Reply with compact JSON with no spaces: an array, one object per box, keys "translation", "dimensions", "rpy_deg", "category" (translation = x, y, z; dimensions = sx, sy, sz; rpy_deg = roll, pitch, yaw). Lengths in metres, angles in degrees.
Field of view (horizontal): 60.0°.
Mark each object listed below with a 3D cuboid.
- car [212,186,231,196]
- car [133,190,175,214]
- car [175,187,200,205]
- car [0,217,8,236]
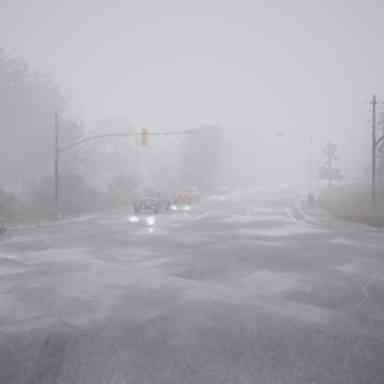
[{"translation":[4.952,-0.200,55.810],"dimensions":[1.812,1.442,4.674],"rpy_deg":[0,4,25],"category":"car"},{"translation":[-3.609,0.819,31.130],"dimensions":[2.150,2.045,5.566],"rpy_deg":[0,2,13],"category":"car"},{"translation":[-0.609,0.401,41.865],"dimensions":[2.150,2.045,5.566],"rpy_deg":[0,3,18],"category":"car"},{"translation":[-10.423,1.411,14.480],"dimensions":[4.181,1.385,1.994],"rpy_deg":[0,1,0],"category":"car"}]
